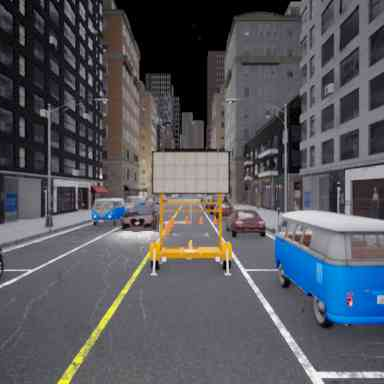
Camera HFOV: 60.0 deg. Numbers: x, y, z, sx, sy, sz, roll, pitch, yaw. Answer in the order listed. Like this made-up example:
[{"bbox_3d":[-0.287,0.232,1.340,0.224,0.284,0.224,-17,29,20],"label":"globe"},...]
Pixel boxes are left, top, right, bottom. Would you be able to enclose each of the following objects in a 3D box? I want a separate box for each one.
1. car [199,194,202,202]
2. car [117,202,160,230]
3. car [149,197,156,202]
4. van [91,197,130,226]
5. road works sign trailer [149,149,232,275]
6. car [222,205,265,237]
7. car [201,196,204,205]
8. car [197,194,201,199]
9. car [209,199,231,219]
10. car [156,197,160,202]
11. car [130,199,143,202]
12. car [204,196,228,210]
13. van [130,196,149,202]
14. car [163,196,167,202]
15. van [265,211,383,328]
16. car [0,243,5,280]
[{"bbox_3d":[2.659,1.538,56.225,2.008,1.369,4.403,0,0,0],"label":"car"},{"bbox_3d":[-3.072,1.556,20.665,1.994,1.385,4.181,0,0,0],"label":"car"},{"bbox_3d":[-5.808,1.554,39.691,1.947,1.339,4.313,0,0,0],"label":"car"},{"bbox_3d":[-5.751,1.332,23.188,1.690,1.788,3.998,0,0,0],"label":"van"},{"bbox_3d":[-0.036,0.460,10.381,2.380,3.560,2.880,0,0,0],"label":"road works sign trailer"},{"bbox_3d":[2.795,1.575,17.716,1.802,1.307,4.206,0,0,0],"label":"car"},{"bbox_3d":[2.698,1.428,45.222,1.967,1.590,4.097,0,0,0],"label":"car"},{"bbox_3d":[2.620,1.555,67.227,1.947,1.339,4.313,0,0,0],"label":"car"},{"bbox_3d":[2.756,1.572,28.718,1.802,1.307,4.206,0,0,0],"label":"car"},{"bbox_3d":[-5.827,1.569,45.193,1.802,1.307,4.206,0,0,0],"label":"car"},{"bbox_3d":[-5.770,1.541,28.688,2.008,1.369,4.403,0,0,0],"label":"car"},{"bbox_3d":[2.736,1.304,34.219,2.192,1.841,5.009,0,0,0],"label":"car"},{"bbox_3d":[-5.789,1.330,34.190,1.690,1.788,3.998,0,0,0],"label":"van"},{"bbox_3d":[-5.866,1.553,56.195,1.947,1.339,4.313,0,0,0],"label":"car"},{"bbox_3d":[2.833,1.338,6.713,1.690,1.788,3.998,0,0,0],"label":"van"},{"bbox_3d":[-5.692,1.437,6.683,1.967,1.590,4.097,0,0,0],"label":"car"}]
